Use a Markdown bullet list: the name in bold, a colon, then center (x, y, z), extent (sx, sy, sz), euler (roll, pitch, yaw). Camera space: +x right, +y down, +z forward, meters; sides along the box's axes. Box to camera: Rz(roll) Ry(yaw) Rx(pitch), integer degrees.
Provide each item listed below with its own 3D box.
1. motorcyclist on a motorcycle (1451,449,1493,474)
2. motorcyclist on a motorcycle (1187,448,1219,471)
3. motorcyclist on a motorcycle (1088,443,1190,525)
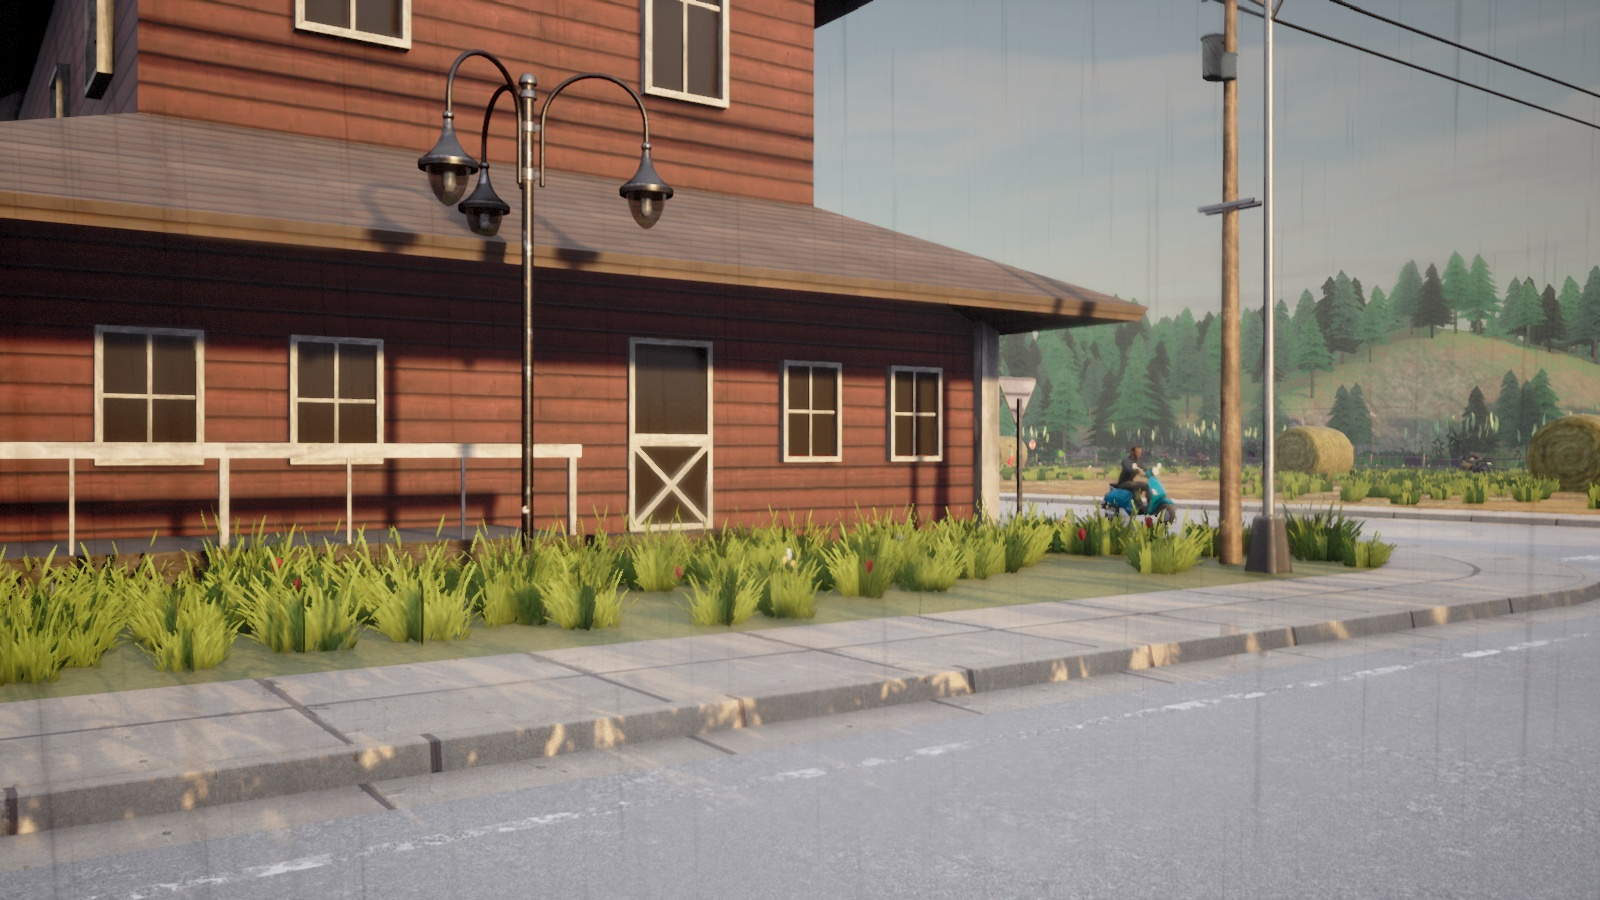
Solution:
- **motorcyclist on a motorcycle**: center (42.981, 0.728, 80.360), extent (0.866, 1.530, 2.191), euler (0, 0, -32)
- **motorcyclist on a motorcycle**: center (30.246, 0.708, 94.208), extent (0.766, 1.649, 2.350), euler (0, 0, -32)
- **motorcyclist on a motorcycle**: center (6.819, 0.687, 25.312), extent (0.866, 1.590, 1.817), euler (0, -1, -36)
